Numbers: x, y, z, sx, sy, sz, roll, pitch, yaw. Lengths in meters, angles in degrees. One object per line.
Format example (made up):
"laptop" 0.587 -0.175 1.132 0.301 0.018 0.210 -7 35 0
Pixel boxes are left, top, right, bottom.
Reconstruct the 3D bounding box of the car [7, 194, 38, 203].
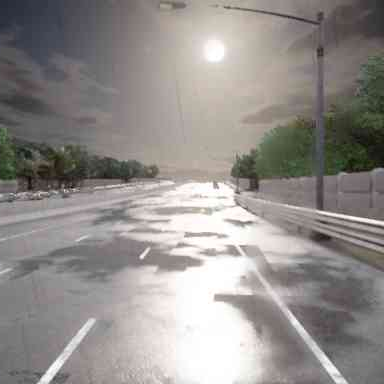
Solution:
"car" -20.299 1.082 41.470 2.128 1.511 4.902 0 1 3

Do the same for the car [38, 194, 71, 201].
"car" -16.783 1.061 41.716 1.882 1.535 5.008 0 1 2

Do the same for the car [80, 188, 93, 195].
"car" -24.789 -0.162 78.133 2.128 1.511 4.902 0 2 1

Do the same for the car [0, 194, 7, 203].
"car" -23.719 1.040 43.319 2.128 1.511 4.902 0 1 3
